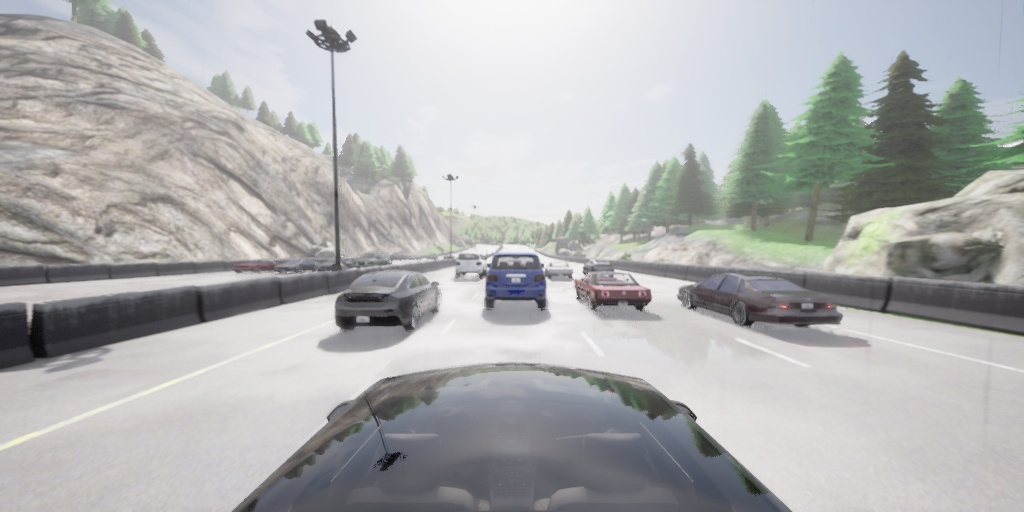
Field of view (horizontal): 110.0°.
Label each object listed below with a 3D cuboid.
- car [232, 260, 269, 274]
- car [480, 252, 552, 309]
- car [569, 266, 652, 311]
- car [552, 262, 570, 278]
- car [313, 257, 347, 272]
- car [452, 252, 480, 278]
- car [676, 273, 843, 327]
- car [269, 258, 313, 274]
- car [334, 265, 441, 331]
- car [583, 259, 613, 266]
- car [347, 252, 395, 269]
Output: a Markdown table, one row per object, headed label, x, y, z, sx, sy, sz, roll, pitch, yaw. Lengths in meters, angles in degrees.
| label | x | y | z | sx | sy | sz | roll | pitch | yaw |
| --- | --- | --- | --- | --- | --- | --- | --- | --- | --- |
| car | -24.456 | 1.004 | 34.657 | 1.895 | 1.301 | 4.718 | 0 | 1 | 0 |
| car | 0.143 | 0.859 | 14.313 | 2.150 | 2.045 | 5.566 | 0 | 1 | 0 |
| car | 3.638 | 1.249 | 13.900 | 1.895 | 1.301 | 4.718 | 0 | 1 | 0 |
| car | 3.708 | 1.111 | 29.185 | 1.895 | 1.301 | 4.718 | 0 | 1 | 0 |
| car | -17.448 | 0.911 | 35.915 | 1.837 | 1.490 | 4.892 | 0 | 0 | 0 |
| car | -3.288 | 0.713 | 29.650 | 2.150 | 2.045 | 5.566 | 0 | 1 | 0 |
| car | 7.122 | 1.227 | 11.136 | 2.033 | 1.411 | 5.357 | 0 | 1 | 0 |
| car | -20.953 | 0.951 | 35.412 | 2.033 | 1.411 | 5.357 | 0 | 1 | 0 |
| car | -3.386 | 1.169 | 10.603 | 1.837 | 1.490 | 4.892 | 0 | 1 | 0 |
| car | 7.213 | 0.998 | 30.382 | 2.128 | 1.511 | 4.902 | 0 | 0 | 0 |
| car | -13.948 | 0.635 | 35.928 | 2.150 | 2.045 | 5.566 | 0 | 1 | 0 |
